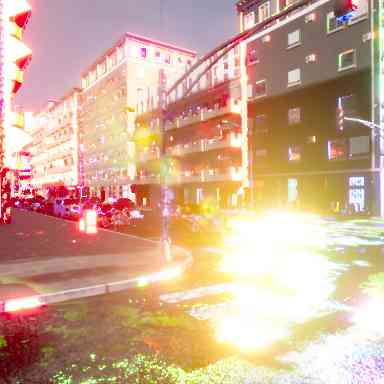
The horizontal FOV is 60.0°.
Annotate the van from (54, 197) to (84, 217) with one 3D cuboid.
[{"bbox_3d":[-12.422,1.483,32.880,1.690,1.788,3.998,-1,1,-36],"label":"van"}]

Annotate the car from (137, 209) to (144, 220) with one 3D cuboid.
[{"bbox_3d":[-5.824,1.608,28.160,1.812,1.442,4.674,-1,1,-36],"label":"car"}]

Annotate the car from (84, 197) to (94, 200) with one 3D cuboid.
[{"bbox_3d":[-13.665,1.471,39.063,2.097,1.767,4.553,-1,0,-36],"label":"car"}]

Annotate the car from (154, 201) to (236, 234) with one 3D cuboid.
[{"bbox_3d":[0.038,1.548,20.028,2.128,1.511,4.902,-1,0,-36],"label":"car"}]

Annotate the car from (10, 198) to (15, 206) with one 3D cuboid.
[{"bbox_3d":[-31.833,1.782,59.821,1.887,1.381,4.507,-1,1,-36],"label":"car"}]

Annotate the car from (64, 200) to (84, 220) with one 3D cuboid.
[{"bbox_3d":[-9.084,1.652,28.254,1.752,1.417,4.829,-1,1,-36],"label":"car"}]

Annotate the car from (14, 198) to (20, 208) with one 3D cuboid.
[{"bbox_3d":[-25.361,1.770,50.841,1.947,1.339,4.313,-1,1,-36],"label":"car"}]

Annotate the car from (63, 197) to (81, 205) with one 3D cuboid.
[{"bbox_3d":[-21.799,1.645,60.230,2.008,1.369,4.403,-1,1,-36],"label":"car"}]

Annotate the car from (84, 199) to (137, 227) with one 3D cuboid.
[{"bbox_3d":[-5.949,1.553,23.902,1.967,1.590,4.097,-1,1,-36],"label":"car"}]

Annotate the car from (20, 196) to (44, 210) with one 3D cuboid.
[{"bbox_3d":[-22.128,1.628,46.351,1.967,1.590,4.097,-1,1,-36],"label":"car"}]

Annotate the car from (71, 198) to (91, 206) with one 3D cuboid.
[{"bbox_3d":[-18.563,1.644,55.740,1.947,1.339,4.313,-1,1,-36],"label":"car"}]

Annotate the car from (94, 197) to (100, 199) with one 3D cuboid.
[{"bbox_3d":[-15.329,1.502,51.249,1.967,1.590,4.097,-1,1,-36],"label":"car"}]

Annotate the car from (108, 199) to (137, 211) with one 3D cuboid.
[{"bbox_3d":[-8.856,1.581,42.270,2.008,1.369,4.403,-1,1,-36],"label":"car"}]

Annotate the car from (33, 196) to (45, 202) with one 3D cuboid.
[{"bbox_3d":[-37.977,1.728,82.680,1.887,1.381,4.507,-1,1,-36],"label":"car"}]

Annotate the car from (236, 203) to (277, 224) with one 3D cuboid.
[{"bbox_3d":[3.987,1.498,24.449,1.752,1.417,4.829,-1,1,-36],"label":"car"}]

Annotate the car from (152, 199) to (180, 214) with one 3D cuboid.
[{"bbox_3d":[-2.386,1.441,33.290,1.967,1.590,4.097,-1,1,-36],"label":"car"}]
